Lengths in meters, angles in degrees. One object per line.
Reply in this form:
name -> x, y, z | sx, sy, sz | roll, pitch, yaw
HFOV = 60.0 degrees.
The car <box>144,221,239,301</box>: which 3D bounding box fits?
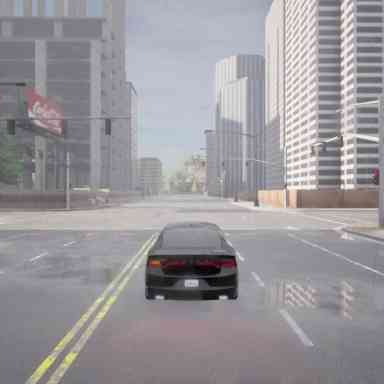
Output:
car -> -0.003, 1.478, 8.420 | 1.882, 1.535, 5.008 | 0, 0, 0
